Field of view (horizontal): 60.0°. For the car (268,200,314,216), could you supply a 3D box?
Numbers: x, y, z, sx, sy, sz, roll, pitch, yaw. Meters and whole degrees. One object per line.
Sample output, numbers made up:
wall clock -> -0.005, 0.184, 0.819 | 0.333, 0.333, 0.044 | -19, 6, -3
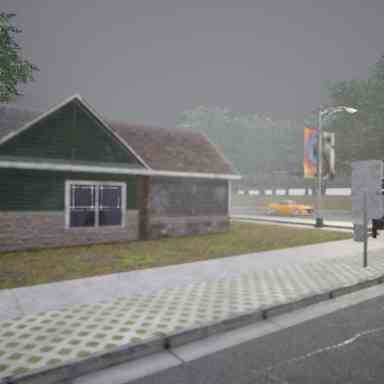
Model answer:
car -> 9.977, 1.598, 33.800 | 1.882, 1.535, 5.008 | 1, -1, -34
